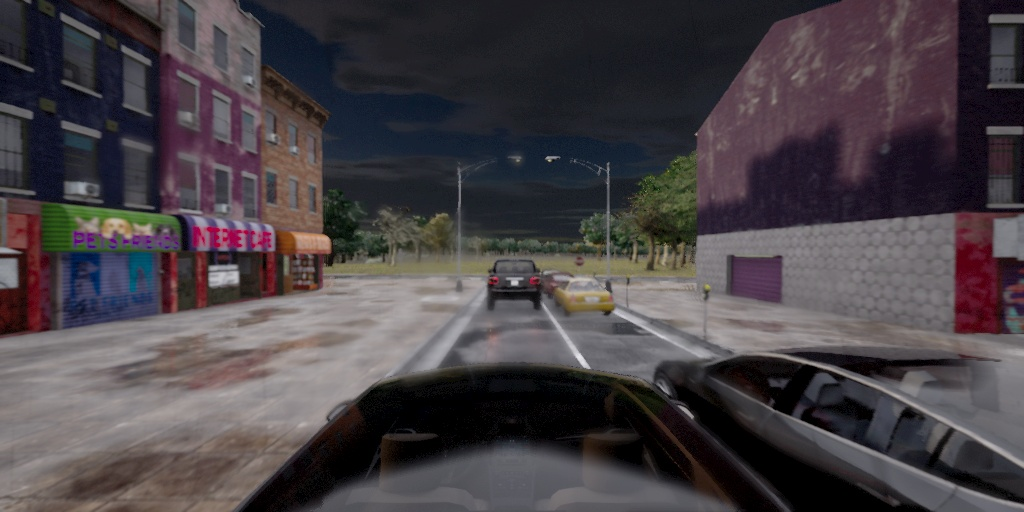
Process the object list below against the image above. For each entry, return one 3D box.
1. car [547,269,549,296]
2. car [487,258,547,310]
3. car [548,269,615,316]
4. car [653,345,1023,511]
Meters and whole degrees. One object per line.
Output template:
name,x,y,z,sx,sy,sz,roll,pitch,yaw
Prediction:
car,2.637,1.526,19.305,1.802,1.307,4.207,0,0,0
car,0.095,1.123,15.748,2.150,2.045,5.566,0,-1,0
car,2.637,1.408,13.942,1.751,1.417,4.829,0,0,0
car,2.636,1.327,2.708,1.948,1.339,4.313,0,0,0
